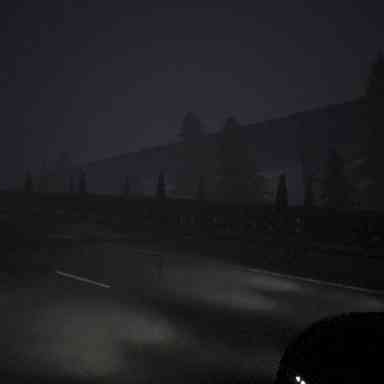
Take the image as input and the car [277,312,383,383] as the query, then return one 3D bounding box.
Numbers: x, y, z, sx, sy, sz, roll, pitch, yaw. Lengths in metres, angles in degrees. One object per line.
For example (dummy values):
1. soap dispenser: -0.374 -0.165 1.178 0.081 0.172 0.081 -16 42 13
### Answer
1. car: 2.950 1.532 1.890 4.902 1.511 2.128 2 1 35
